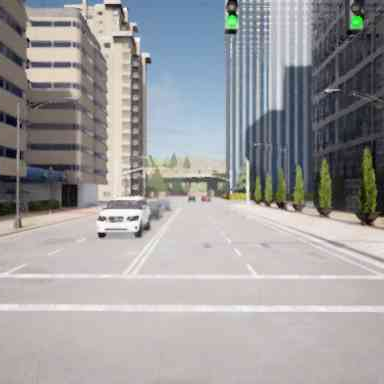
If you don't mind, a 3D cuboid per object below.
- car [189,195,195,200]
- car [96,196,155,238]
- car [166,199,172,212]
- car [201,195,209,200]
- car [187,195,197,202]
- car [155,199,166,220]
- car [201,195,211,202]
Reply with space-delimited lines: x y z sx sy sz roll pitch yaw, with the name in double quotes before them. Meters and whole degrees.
"car" -0.008 1.500 89.470 1.812 1.442 4.674 0 0 0
"car" -3.600 1.276 18.497 2.150 2.045 5.566 0 0 0
"car" -3.566 1.599 40.624 1.812 1.442 4.674 0 0 0
"car" 3.492 1.531 89.471 1.994 1.385 4.181 0 0 0
"car" -0.007 1.605 79.037 1.837 1.490 4.892 0 0 0
"car" -3.598 1.540 28.844 1.882 1.535 5.008 0 0 0
"car" 3.493 1.661 79.454 1.994 1.385 4.181 0 0 0
